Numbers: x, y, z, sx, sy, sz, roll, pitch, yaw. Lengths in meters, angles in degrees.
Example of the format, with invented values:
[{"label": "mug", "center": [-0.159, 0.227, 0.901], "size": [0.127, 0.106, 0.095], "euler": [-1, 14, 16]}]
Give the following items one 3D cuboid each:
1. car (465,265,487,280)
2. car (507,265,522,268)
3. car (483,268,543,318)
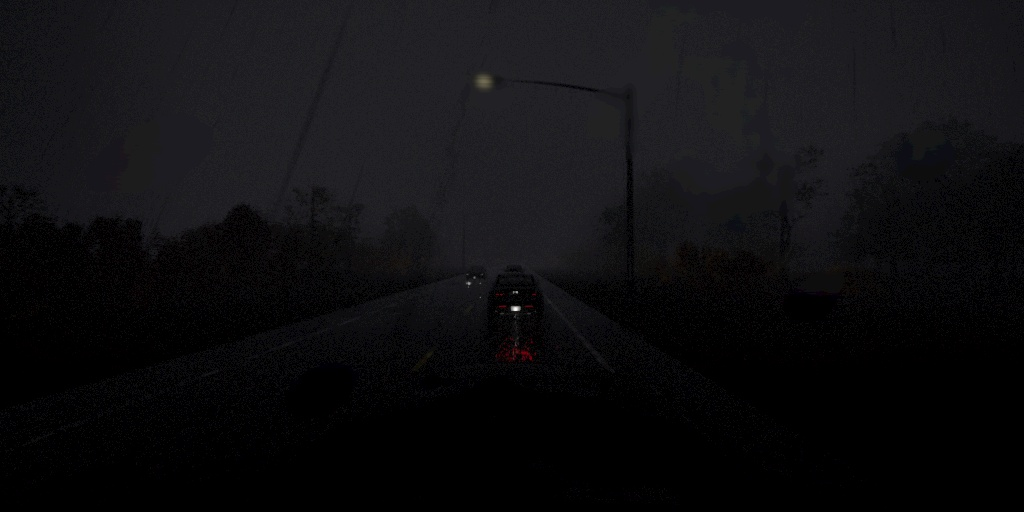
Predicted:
[{"label": "car", "center": [-3.464, 1.656, 36.077], "size": [2.033, 1.411, 5.357], "euler": [0, -1, 1]}, {"label": "car", "center": [0.213, 1.590, 33.690], "size": [1.837, 1.490, 4.892], "euler": [0, 0, 0]}, {"label": "car", "center": [0.119, 1.379, 13.478], "size": [1.837, 1.490, 4.892], "euler": [0, 0, 0]}]
